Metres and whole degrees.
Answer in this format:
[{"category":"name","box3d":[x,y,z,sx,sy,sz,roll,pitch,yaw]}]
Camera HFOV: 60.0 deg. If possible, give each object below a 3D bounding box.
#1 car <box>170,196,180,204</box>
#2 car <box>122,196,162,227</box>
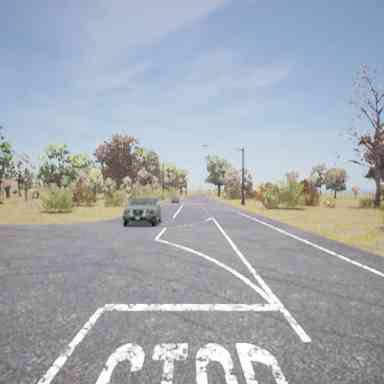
[{"category":"car","box3d":[-3.455,1.656,68.828,1.837,1.490,4.892,0,0,0]},{"category":"car","box3d":[-3.435,1.299,23.860,2.150,2.045,5.566,0,0,0]}]
